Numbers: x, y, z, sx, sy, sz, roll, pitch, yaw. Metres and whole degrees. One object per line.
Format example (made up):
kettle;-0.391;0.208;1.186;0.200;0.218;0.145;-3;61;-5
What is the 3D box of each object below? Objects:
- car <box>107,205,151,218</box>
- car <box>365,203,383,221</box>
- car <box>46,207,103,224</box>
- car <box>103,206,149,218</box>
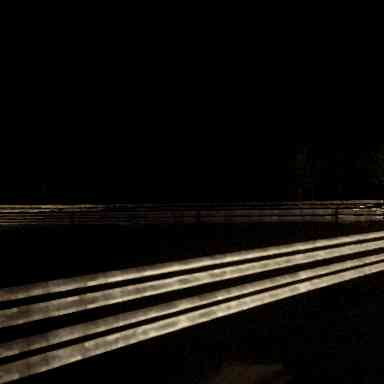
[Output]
car;-7.307;2.303;38.996;4.718;1.301;1.895;-1;0;6
car;17.877;1.714;29.264;4.892;1.490;1.837;-1;0;6
car;-11.665;2.262;32.424;4.902;1.511;2.128;-1;0;6
car;-7.498;2.207;35.494;4.902;1.511;2.128;-1;0;6
